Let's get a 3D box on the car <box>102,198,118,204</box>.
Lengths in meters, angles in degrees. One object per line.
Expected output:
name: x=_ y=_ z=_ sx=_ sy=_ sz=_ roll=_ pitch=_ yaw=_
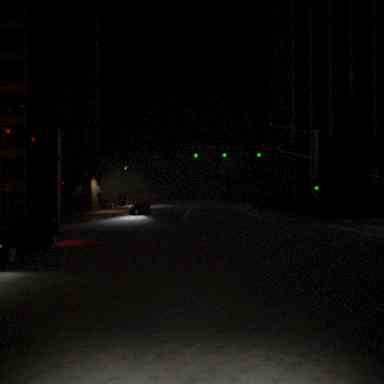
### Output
car: x=-19.017 y=2.153 z=74.481 sx=5.008 sy=1.535 sz=1.882 roll=0 pitch=0 yaw=1

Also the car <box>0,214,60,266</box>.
car: x=-6.629 y=1.621 z=12.246 sx=1.882 sy=1.535 sz=5.008 roll=0 pitch=0 yaw=1

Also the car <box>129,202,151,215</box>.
car: x=-5.947 y=1.902 z=38.541 sx=2.128 sy=1.511 sz=4.902 roll=0 pitch=0 yaw=1
